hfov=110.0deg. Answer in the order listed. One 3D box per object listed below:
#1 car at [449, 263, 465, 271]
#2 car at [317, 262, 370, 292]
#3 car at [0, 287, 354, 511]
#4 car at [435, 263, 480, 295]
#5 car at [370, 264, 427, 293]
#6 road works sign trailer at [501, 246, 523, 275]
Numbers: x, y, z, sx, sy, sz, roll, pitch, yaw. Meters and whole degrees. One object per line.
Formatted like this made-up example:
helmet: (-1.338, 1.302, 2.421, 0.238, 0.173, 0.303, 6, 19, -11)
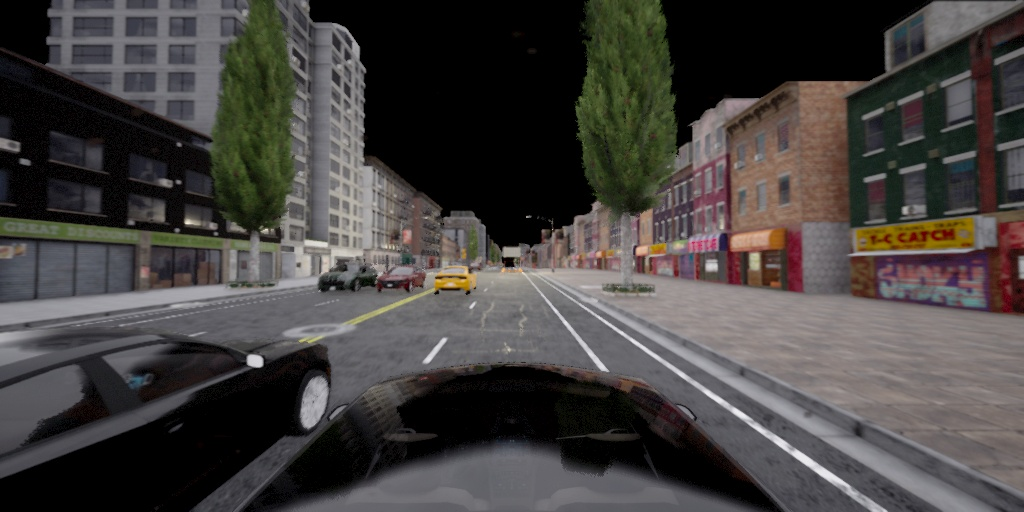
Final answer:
car: (-9.788, 1.932, 63.886, 2.128, 1.511, 4.902, 0, -1, 1)
car: (-9.852, 1.204, 21.932, 2.097, 1.767, 4.553, 0, 0, 0)
car: (-3.152, 1.229, 2.445, 1.882, 1.535, 5.008, 0, 0, 0)
car: (-3.156, 1.321, 20.815, 1.882, 1.535, 5.008, 0, 0, 0)
car: (-6.602, 1.329, 21.873, 1.882, 1.535, 5.008, 0, 0, 0)
road works sign trailer: (-0.010, 0.549, 44.435, 2.380, 3.560, 2.880, 0, 0, 0)
